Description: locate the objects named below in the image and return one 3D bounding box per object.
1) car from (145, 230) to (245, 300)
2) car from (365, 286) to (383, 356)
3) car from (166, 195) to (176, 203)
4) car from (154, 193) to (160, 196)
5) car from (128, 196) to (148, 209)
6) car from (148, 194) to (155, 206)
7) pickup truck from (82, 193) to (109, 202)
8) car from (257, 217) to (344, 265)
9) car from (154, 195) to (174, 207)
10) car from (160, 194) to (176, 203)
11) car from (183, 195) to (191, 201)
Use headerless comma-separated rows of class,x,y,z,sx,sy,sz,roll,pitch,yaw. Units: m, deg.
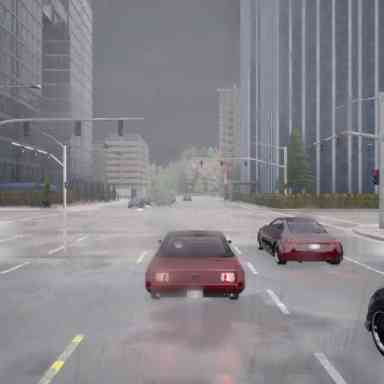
car,0.074,1.601,8.358,1.895,1.301,4.718,0,0,0
car,3.610,1.564,3.304,1.994,1.385,4.181,0,0,-1
car,-4.529,1.525,72.509,2.128,1.511,4.902,0,0,-1
car,-7.969,1.492,66.582,2.128,1.511,4.902,0,0,0
car,-7.747,1.505,46.695,1.837,1.490,4.892,0,0,-1
car,-7.876,1.505,56.068,1.837,1.490,4.892,0,0,-1
pickup truck,-21.165,1.058,73.415,2.390,2.098,6.274,0,0,30
car,3.582,1.564,11.715,1.994,1.385,4.181,0,0,0
car,-4.315,1.564,52.021,1.994,1.385,4.181,0,0,-1
car,-4.441,1.505,62.211,1.837,1.490,4.892,0,0,-1
car,-1.209,1.552,85.244,1.994,1.385,4.181,0,0,-1
